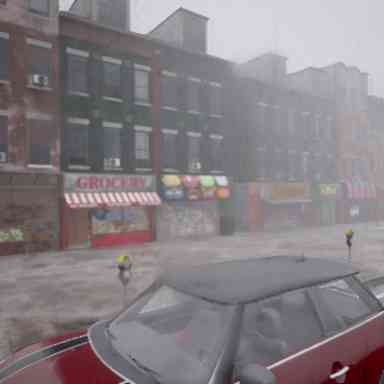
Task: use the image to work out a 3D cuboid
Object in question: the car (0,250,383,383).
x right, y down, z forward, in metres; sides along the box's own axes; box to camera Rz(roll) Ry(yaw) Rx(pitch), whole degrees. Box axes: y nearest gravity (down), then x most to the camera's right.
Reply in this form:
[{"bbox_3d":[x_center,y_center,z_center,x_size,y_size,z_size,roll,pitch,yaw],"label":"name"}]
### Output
[{"bbox_3d":[0.186,1.447,2.959,4.097,1.590,1.967,0,-1,-36],"label":"car"}]
